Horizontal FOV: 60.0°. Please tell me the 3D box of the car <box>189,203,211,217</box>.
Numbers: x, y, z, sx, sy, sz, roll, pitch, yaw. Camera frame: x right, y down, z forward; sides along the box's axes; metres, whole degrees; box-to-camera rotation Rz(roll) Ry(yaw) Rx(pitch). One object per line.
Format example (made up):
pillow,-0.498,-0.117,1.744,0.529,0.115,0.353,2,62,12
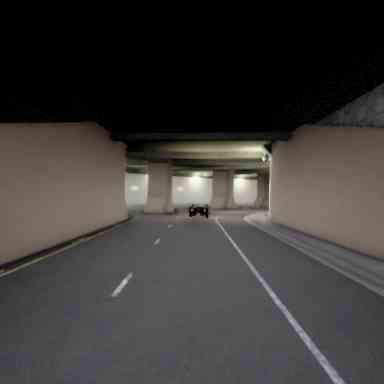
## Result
car,0.896,1.788,33.923,1.895,1.301,4.718,1,0,7
